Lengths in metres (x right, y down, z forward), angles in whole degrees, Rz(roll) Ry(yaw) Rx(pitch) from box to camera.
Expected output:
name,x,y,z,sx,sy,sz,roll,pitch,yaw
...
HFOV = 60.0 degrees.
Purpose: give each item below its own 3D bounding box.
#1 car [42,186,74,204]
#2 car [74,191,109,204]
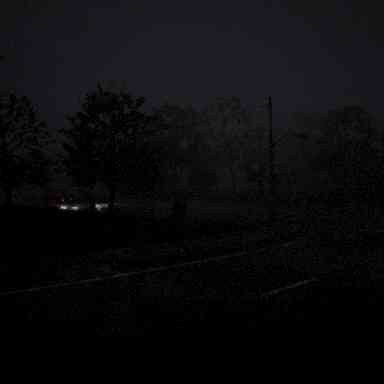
name,x,y,z,sx,sy,sz,roll,pitch,yaw
car,-16.806,0.348,41.937,5.566,2.045,2.150,3,4,39
car,-12.781,0.591,43.200,5.008,1.535,1.882,3,4,39
